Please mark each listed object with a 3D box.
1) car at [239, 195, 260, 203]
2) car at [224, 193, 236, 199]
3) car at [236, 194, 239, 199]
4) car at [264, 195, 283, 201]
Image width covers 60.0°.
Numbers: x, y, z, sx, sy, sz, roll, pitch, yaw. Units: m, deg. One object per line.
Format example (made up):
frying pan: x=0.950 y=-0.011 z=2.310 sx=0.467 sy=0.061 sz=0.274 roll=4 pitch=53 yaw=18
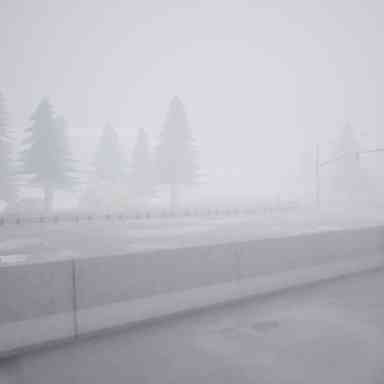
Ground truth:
car: x=12.050 y=1.361 z=67.138 sx=2.128 sy=1.511 sz=4.902 roll=0 pitch=0 yaw=-18
car: x=9.107 y=1.365 z=82.427 sx=2.033 sy=1.411 sz=5.357 roll=0 pitch=0 yaw=-7
car: x=12.752 y=1.423 z=80.978 sx=1.895 sy=1.301 sz=4.718 roll=0 pitch=0 yaw=-7
car: x=16.110 y=1.361 z=65.695 sx=1.837 sy=1.490 sz=4.892 roll=0 pitch=1 yaw=-18
